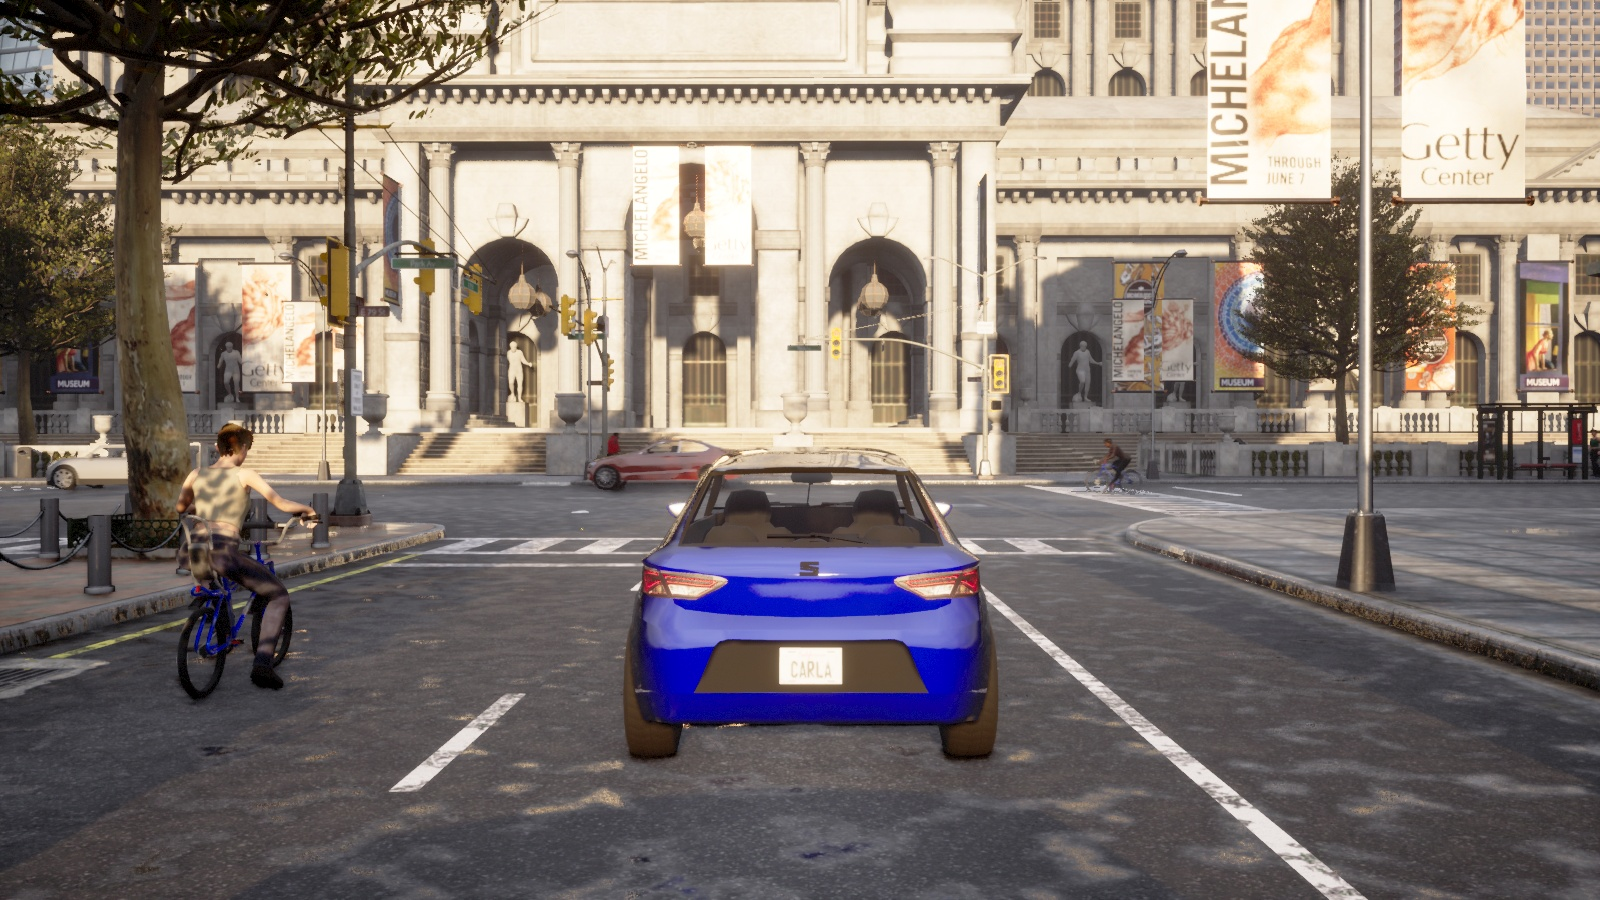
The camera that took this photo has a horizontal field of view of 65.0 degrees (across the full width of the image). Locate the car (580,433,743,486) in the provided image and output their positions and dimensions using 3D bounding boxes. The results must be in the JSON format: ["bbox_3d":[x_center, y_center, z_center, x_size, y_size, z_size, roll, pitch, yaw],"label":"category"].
[{"bbox_3d":[-4.400,0.293,40.517,5.027,1.651,2.152,0,0,1],"label":"car"}]

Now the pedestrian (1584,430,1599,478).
[{"bbox_3d":[30.337,0.157,47.964,0.594,1.836,0.345,0,0,-6],"label":"pedestrian"}]

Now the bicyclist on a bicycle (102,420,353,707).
[{"bbox_3d":[-3.492,0.636,7.820,0.866,1.612,1.509,0,0,0],"label":"bicyclist on a bicycle"}]

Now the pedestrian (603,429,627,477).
[{"bbox_3d":[-7.168,0.123,48.606,0.899,1.844,0.634,0,0,-11],"label":"pedestrian"}]

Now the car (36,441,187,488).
[{"bbox_3d":[-22.248,0.464,40.691,3.806,1.475,1.970,0,0,1],"label":"car"}]

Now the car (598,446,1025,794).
[{"bbox_3d":[0.057,0.718,7.451,1.816,1.474,4.193,0,0,0],"label":"car"}]

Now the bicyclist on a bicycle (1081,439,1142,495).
[{"bbox_3d":[9.136,0.498,36.887,1.656,1.620,0.582,0,0,1],"label":"bicyclist on a bicycle"}]
